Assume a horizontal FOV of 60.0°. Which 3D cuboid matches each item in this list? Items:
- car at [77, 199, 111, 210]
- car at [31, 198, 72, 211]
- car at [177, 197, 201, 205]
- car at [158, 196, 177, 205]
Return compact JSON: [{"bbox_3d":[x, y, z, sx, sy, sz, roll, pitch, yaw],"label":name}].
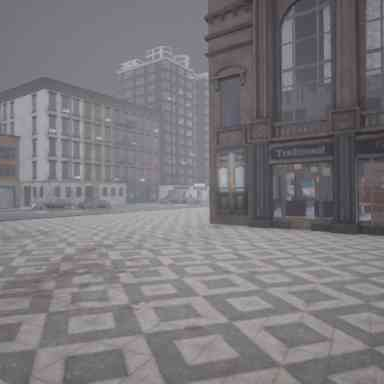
[{"bbox_3d":[-12.205,1.529,41.600,1.994,1.385,4.181,-1,0,36],"label":"car"},{"bbox_3d":[-16.999,1.494,40.498,2.128,1.511,4.902,-1,0,36],"label":"car"},{"bbox_3d":[-0.149,1.490,58.273,1.994,1.385,4.181,-1,0,36],"label":"car"},{"bbox_3d":[-3.892,1.463,58.662,1.837,1.490,4.892,-1,-1,36],"label":"car"}]
